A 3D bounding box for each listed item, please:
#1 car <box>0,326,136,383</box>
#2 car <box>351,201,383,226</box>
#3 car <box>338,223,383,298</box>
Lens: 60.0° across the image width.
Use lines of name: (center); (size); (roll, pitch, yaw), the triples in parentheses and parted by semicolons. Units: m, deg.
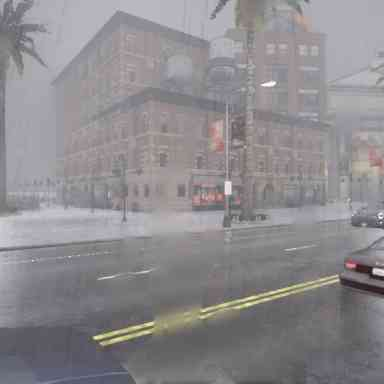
car: (-2.870, 1.547, 1.637); (5.357, 1.411, 2.033); (0, 0, -37)
car: (12.010, 1.357, 20.934); (4.553, 1.767, 2.097); (0, 0, -35)
car: (5.579, 1.550, 7.675); (5.357, 1.411, 2.033); (0, 0, -35)
